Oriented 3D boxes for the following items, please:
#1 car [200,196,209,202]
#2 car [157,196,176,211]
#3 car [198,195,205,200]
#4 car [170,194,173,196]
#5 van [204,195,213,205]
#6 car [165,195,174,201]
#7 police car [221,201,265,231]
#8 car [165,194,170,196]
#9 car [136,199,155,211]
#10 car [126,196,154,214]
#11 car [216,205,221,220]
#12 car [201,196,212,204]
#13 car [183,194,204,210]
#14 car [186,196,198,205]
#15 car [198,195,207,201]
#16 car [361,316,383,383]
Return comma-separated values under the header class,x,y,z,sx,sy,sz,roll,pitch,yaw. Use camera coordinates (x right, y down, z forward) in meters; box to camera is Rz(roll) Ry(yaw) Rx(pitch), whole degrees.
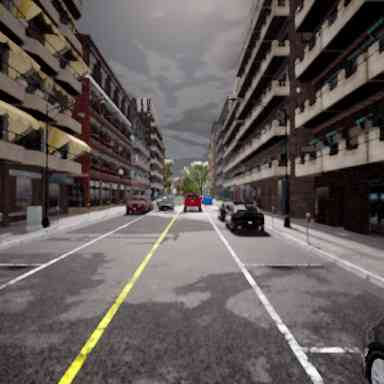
class,x,y,z,sx,sy,sz,roll,pitch,yaw
car,2.686,1.551,74.371,1.887,1.381,4.507,1,0,0
car,-3.095,1.550,41.122,2.033,1.411,5.357,0,0,0
car,2.674,1.591,91.085,1.802,1.307,4.206,1,0,0
car,-5.675,1.572,68.840,1.947,1.339,4.313,1,0,0
van,2.711,1.346,57.658,1.690,1.788,3.998,1,0,0
car,-5.673,1.559,85.553,2.008,1.369,4.403,1,0,0
police car,3.135,1.426,20.512,1.930,1.638,5.238,0,0,0
car,-5.674,1.531,63.099,1.752,1.417,4.829,1,0,0
car,-5.677,1.585,40.985,1.802,1.307,4.206,1,0,0
car,-5.673,1.318,35.414,2.192,1.841,5.009,1,0,0
car,3.147,1.506,27.402,1.837,1.490,4.892,0,0,0
car,2.713,1.531,63.399,1.752,1.417,4.829,1,0,0
car,0.072,1.225,42.258,2.150,2.045,5.566,0,0,0
car,0.023,1.552,60.707,2.033,1.411,5.357,0,0,0
car,2.674,1.574,85.514,1.947,1.339,4.313,1,0,0
car,2.701,1.551,1.946,2.008,1.369,4.403,1,0,0
